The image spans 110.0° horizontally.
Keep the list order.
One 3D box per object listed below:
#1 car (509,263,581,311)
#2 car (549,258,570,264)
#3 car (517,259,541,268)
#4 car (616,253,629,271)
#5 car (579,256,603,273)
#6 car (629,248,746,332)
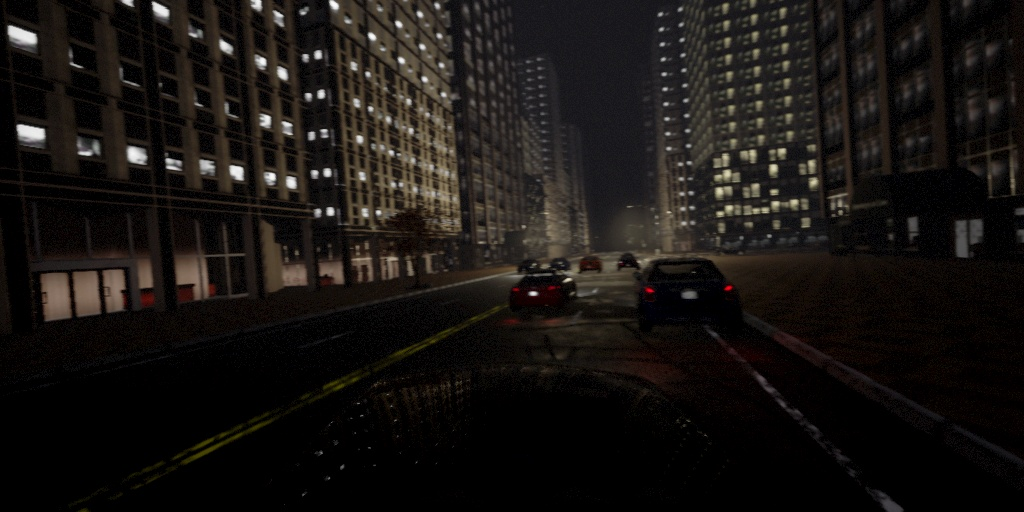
[{"bbox_3d":[1.324,1.206,14.057,1.994,1.385,4.181,-4,0,18],"label":"car"},{"bbox_3d":[4.887,0.899,36.656,1.812,1.442,4.674,-4,0,18],"label":"car"},{"bbox_3d":[1.888,1.074,37.914,1.837,1.490,4.892,-4,0,18],"label":"car"},{"bbox_3d":[10.576,0.534,32.740,1.812,1.442,4.674,-4,0,18],"label":"car"},{"bbox_3d":[7.259,0.702,32.832,1.882,1.535,5.008,-4,0,18],"label":"car"},{"bbox_3d":[4.404,0.799,9.649,2.097,1.767,4.553,-4,0,18],"label":"car"}]
